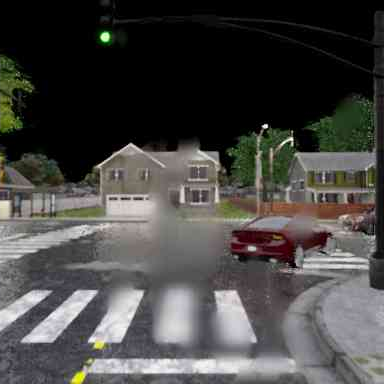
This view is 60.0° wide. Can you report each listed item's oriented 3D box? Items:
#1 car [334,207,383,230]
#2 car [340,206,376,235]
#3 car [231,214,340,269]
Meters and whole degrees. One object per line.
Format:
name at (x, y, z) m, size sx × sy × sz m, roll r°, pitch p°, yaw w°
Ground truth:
car at (12.325, 1.750, 22.423) m, size 4.674 × 1.442 × 1.812 m, roll 0°, pitch -1°, yaw 1°
car at (11.142, 1.518, 19.174) m, size 4.553 × 1.767 × 2.097 m, roll 0°, pitch -1°, yaw 0°
car at (3.221, 1.467, 11.242) m, size 1.882 × 1.535 × 5.008 m, roll -2°, pitch -2°, yaw 38°
